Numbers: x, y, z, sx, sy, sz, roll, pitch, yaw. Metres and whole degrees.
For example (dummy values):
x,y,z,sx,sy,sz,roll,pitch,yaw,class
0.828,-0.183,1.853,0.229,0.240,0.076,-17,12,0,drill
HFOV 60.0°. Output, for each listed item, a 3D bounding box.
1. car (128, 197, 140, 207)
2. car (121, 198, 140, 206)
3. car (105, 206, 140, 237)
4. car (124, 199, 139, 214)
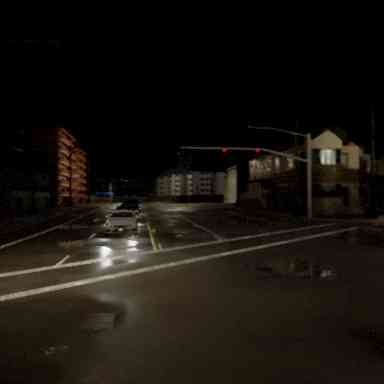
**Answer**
x,y,z,sx,sy,sz,roll,pitch,yaw,class
-10.274,1.763,59.231,2.128,1.511,4.902,0,0,-8,car
-5.978,1.764,31.452,2.097,1.767,4.553,0,0,-9,car
-4.295,1.843,20.702,1.812,1.442,4.674,0,-1,-9,car
-7.854,1.837,43.494,1.882,1.535,5.008,0,1,-9,car
